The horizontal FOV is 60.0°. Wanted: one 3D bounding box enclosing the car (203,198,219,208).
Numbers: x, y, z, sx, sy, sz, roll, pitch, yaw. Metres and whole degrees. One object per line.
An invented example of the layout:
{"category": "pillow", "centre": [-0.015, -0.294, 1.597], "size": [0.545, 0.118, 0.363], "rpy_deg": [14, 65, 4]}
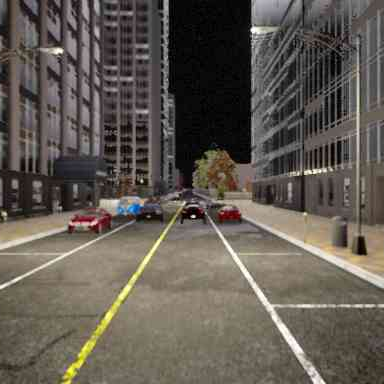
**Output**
{"category": "car", "centre": [2.681, 1.558, 47.586], "size": [2.008, 1.369, 4.403], "rpy_deg": [0, 0, 0]}

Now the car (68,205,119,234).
{"category": "car", "centre": [-5.695, 1.585, 19.125], "size": [1.802, 1.307, 4.206], "rpy_deg": [0, 0, 0]}

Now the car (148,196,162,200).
{"category": "car", "centre": [-5.700, 1.588, 47.586], "size": [1.802, 1.307, 4.206], "rpy_deg": [0, 0, 0]}

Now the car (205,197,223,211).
{"category": "car", "centre": [2.682, 1.447, 41.893], "size": [1.967, 1.590, 4.097], "rpy_deg": [0, 0, 0]}

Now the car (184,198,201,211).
{"category": "car", "centre": [0.091, 1.554, 42.836], "size": [2.033, 1.411, 5.357], "rpy_deg": [0, 0, 0]}

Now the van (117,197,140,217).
{"category": "van", "centre": [-5.697, 1.346, 30.509], "size": [1.690, 1.788, 3.998], "rpy_deg": [0, 0, 0]}

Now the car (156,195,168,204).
{"category": "car", "centre": [-5.703, 1.431, 64.666], "size": [1.967, 1.590, 4.097], "rpy_deg": [0, 0, 0]}

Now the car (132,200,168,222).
{"category": "car", "centre": [-3.104, 1.568, 25.828], "size": [1.994, 1.385, 4.181], "rpy_deg": [0, 0, 0]}

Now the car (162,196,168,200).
{"category": "car", "centre": [-5.702, 1.580, 58.974], "size": [1.802, 1.307, 4.206], "rpy_deg": [0, 0, 0]}

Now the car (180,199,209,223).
{"category": "car", "centre": [0.088, 1.530, 25.411], "size": [1.812, 1.442, 4.674], "rpy_deg": [0, 0, 0]}

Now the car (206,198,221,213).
{"category": "car", "centre": [2.683, 1.557, 36.201], "size": [2.008, 1.369, 4.403], "rpy_deg": [0, 0, 0]}

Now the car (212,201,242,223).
{"category": "car", "centre": [2.685, 1.587, 24.816], "size": [1.802, 1.307, 4.206], "rpy_deg": [0, 0, 0]}
